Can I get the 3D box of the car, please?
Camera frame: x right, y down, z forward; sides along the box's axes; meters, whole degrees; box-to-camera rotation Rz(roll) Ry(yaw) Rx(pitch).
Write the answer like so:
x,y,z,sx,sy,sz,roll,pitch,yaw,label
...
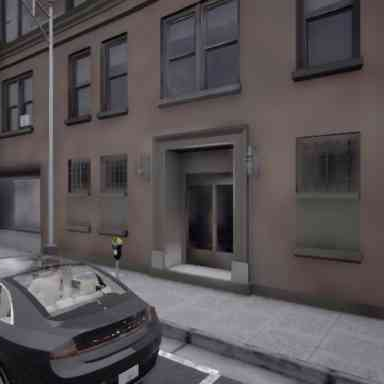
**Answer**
x,y,z,sx,sy,sz,roll,pitch,yaw,label
-2.392,1.550,4.516,4.403,1.369,2.008,0,0,36,car
